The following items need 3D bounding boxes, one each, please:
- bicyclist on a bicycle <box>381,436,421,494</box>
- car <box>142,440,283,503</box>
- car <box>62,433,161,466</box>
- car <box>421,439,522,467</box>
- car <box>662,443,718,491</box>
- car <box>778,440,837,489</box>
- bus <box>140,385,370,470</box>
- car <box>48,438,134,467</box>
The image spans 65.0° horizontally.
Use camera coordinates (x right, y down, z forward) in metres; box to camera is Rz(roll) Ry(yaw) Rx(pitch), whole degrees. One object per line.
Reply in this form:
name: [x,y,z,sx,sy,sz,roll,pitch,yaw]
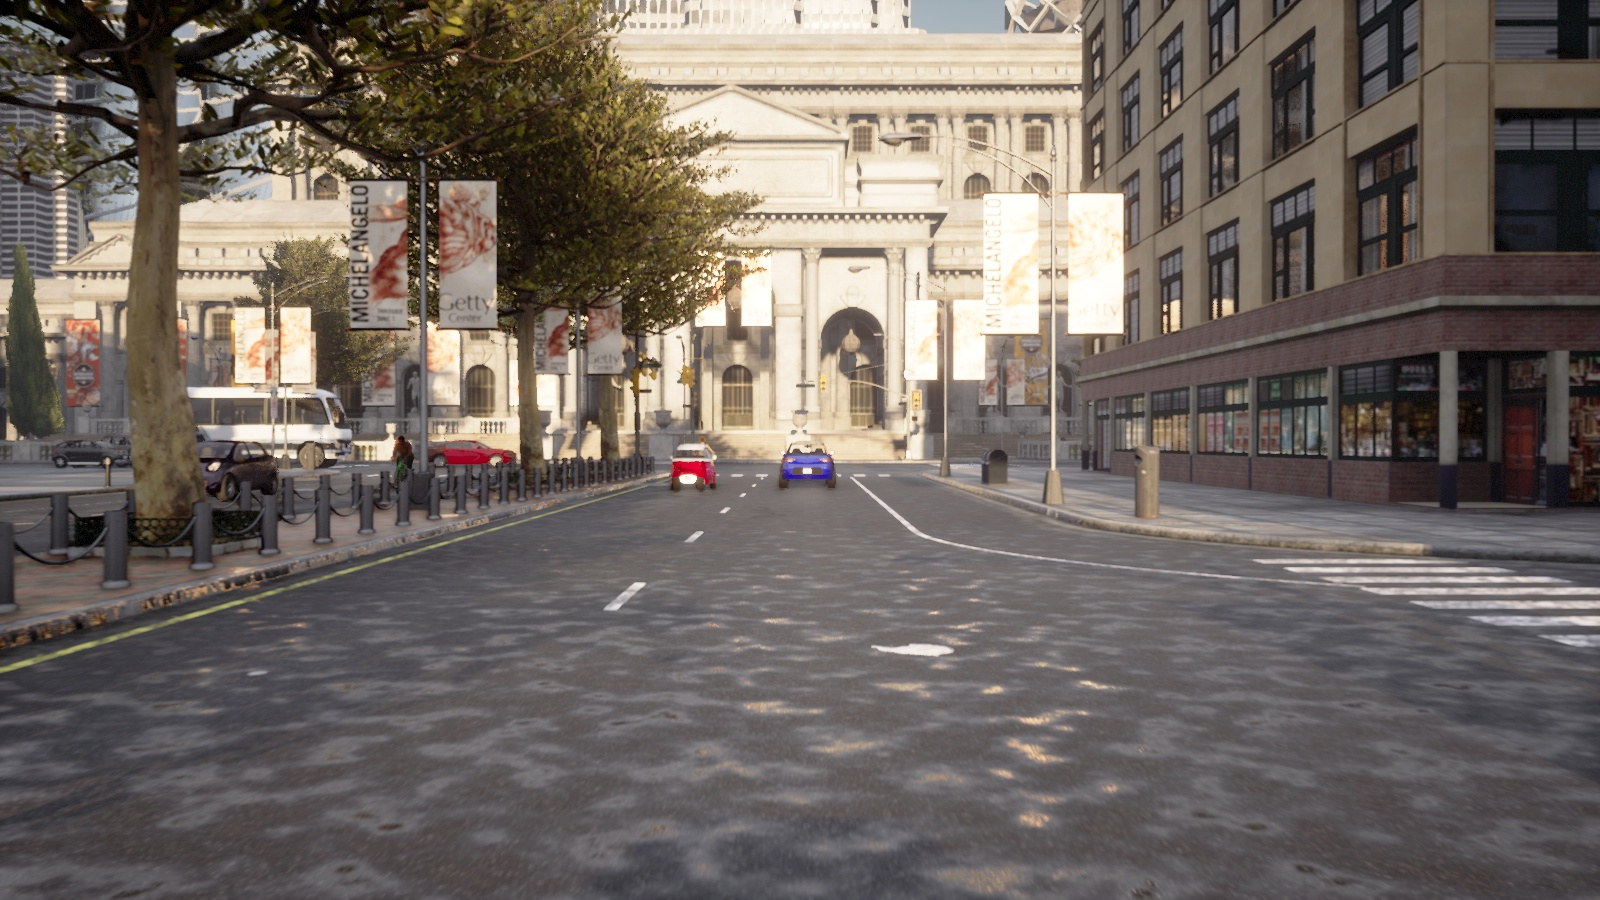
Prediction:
bicyclist on a bicycle: [-11.287,0.402,35.585,0.582,1.620,1.656,0,1,0]
car: [-14.808,0.489,31.856,1.845,1.501,3.633,0,1,0]
car: [-39.501,-0.053,72.119,4.605,1.855,1.932,0,0,0]
car: [-17.863,0.155,68.416,5.008,1.535,1.882,0,0,1]
car: [-3.275,0.492,37.825,1.481,1.376,2.207,0,1,0]
car: [0.241,0.430,40.675,1.816,1.474,4.193,0,0,0]
bus: [-28.213,-1.183,65.533,10.273,4.253,3.944,0,1,-7]
car: [-38.722,0.138,68.615,3.705,1.549,1.789,0,0,0]
